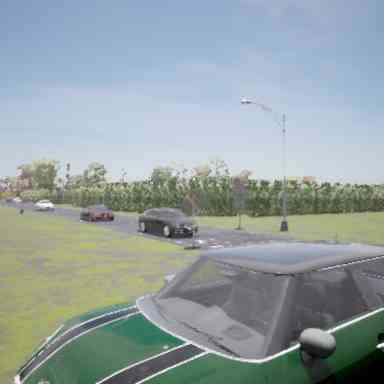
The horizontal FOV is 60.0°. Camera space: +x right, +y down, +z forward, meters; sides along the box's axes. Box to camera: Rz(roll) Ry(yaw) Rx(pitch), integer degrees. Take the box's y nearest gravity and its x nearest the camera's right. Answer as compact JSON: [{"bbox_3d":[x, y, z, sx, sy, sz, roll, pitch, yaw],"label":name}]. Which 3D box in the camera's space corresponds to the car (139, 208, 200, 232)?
[{"bbox_3d":[-1.468,1.722,19.623,1.837,1.490,4.892,0,0,-35],"label":"car"}]

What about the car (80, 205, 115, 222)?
[{"bbox_3d":[-8.402,1.842,29.482,1.994,1.385,4.181,0,0,-35],"label":"car"}]

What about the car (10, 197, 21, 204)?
[{"bbox_3d":[-43.187,2.119,82.344,1.812,1.442,4.674,0,0,-36],"label":"car"}]

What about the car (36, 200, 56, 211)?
[{"bbox_3d":[-20.694,1.917,46.734,1.812,1.442,4.674,0,0,-36],"label":"car"}]

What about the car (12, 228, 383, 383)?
[{"bbox_3d":[0.672,1.384,3.407,4.553,1.767,2.097,1,-1,-35],"label":"car"}]
